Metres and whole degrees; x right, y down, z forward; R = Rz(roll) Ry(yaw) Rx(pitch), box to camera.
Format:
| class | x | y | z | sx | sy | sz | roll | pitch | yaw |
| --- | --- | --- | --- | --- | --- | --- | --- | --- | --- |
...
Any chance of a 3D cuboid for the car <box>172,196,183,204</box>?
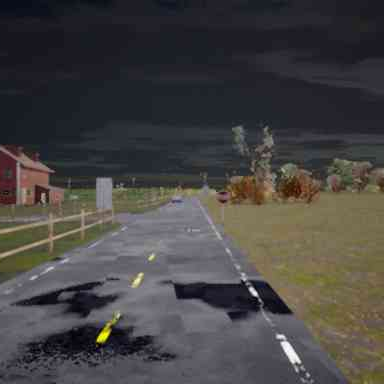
| class | x | y | z | sx | sy | sz | roll | pitch | yaw |
| --- | --- | --- | --- | --- | --- | --- | --- | --- | --- |
| car | -2.765 | 1.455 | 62.280 | 1.882 | 1.535 | 5.008 | 0 | 0 | 0 |
